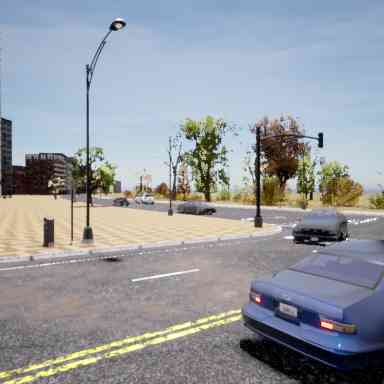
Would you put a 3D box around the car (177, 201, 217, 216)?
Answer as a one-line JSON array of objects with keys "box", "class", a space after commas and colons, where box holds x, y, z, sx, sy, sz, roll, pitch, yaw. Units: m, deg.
[{"box": [0.409, 1.622, 34.673, 2.033, 1.411, 5.357, 0, 0, -32], "class": "car"}]

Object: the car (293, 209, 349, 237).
[{"box": [6.401, 1.544, 16.008, 2.033, 1.411, 5.357, 0, 0, 30], "class": "car"}]

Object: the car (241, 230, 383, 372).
[{"box": [3.303, 1.547, 5.655, 5.357, 1.411, 2.033, 0, 0, -34], "class": "car"}]

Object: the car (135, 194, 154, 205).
[{"box": [-9.114, 1.330, 63.750, 2.150, 2.045, 5.566, 0, 0, -30], "class": "car"}]

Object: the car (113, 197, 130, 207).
[{"box": [-11.691, 1.629, 54.885, 1.837, 1.490, 4.892, 0, 0, -30], "class": "car"}]
